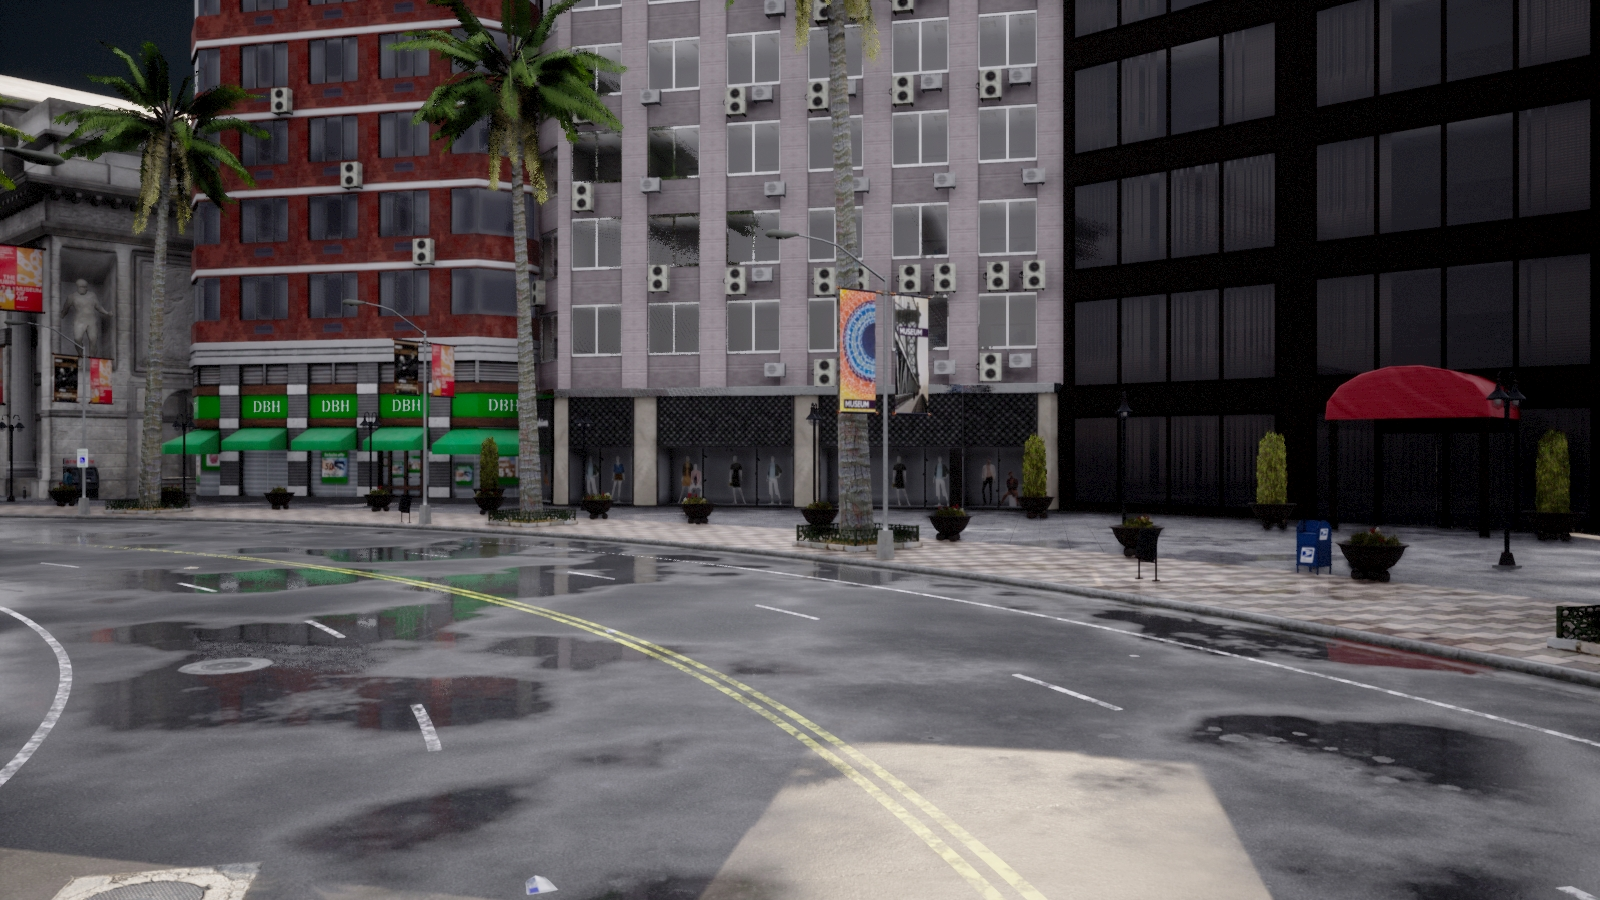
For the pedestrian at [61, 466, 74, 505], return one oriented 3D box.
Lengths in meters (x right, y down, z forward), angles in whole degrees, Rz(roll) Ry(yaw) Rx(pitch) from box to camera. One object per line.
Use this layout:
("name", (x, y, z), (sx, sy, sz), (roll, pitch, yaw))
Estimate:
("pedestrian", (-35.479, 1.703, 55.371), (0.375, 1.860, 0.375), (0, 0, 12))
